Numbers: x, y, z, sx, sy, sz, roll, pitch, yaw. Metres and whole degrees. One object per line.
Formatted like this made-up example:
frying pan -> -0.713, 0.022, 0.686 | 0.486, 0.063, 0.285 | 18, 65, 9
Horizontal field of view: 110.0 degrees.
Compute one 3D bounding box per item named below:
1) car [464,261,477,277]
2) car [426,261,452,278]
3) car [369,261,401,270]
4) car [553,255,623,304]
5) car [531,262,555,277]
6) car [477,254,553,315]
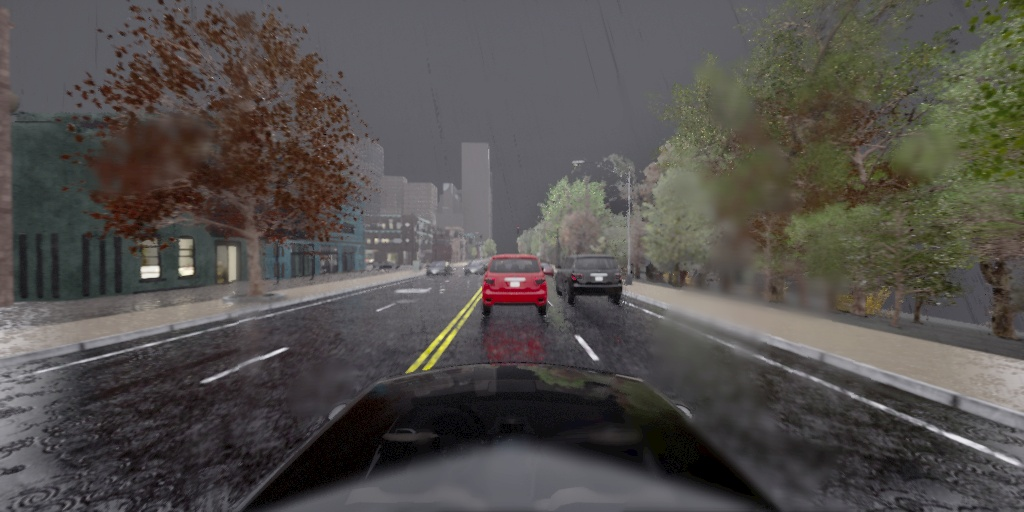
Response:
car -> -3.703, 1.233, 36.316 | 2.128, 1.511, 4.902 | 0, 0, -1
car -> -6.924, 1.234, 34.378 | 2.128, 1.511, 4.902 | 0, 0, -1
car -> -20.691, 1.553, 59.317 | 4.313, 1.339, 1.948 | 0, 0, -1
car -> 3.293, 0.966, 16.288 | 2.150, 2.045, 5.566 | 0, 0, 0
car -> 3.000, 1.304, 35.673 | 1.994, 1.385, 4.181 | 0, 0, -1
car -> 0.071, 0.967, 13.709 | 2.150, 2.045, 5.566 | 0, 0, 0
